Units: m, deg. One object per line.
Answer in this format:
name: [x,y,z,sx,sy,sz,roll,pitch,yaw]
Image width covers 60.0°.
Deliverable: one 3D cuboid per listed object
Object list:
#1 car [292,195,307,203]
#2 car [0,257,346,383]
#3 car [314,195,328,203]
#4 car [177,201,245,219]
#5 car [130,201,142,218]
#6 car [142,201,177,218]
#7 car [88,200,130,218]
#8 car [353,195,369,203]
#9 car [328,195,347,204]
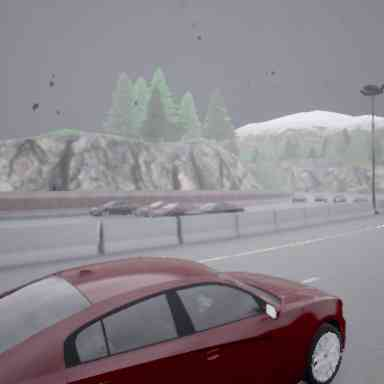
car: [19.950,1.209,61.588,1.882,1.535,5.008,0,0,32]
car: [-0.312,1.477,3.577,5.008,1.535,1.882,-1,0,-36]
car: [23.968,1.250,61.522,1.994,1.385,4.181,0,0,31]
car: [1.628,1.428,23.458,5.008,1.535,1.882,-1,0,-42]
car: [-2.704,1.504,28.963,4.674,1.442,1.812,-1,0,-42]
car: [-1.179,1.497,25.634,4.674,1.442,1.812,-1,0,-42]
car: [-6.850,1.517,29.979,4.892,1.490,1.837,-1,0,-41]
car: [27.499,1.208,53.893,1.812,1.442,4.674,0,0,33]
car: [25.504,1.187,57.277,2.128,1.511,4.902,0,0,32]
